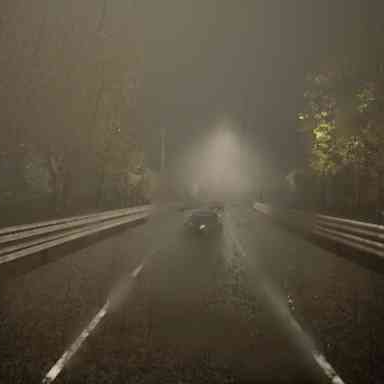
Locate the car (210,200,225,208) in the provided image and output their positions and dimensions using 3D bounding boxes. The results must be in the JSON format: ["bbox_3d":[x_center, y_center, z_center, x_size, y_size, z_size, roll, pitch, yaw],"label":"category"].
[{"bbox_3d":[3.537,1.956,46.399,1.837,1.490,4.892,0,0,9],"label":"car"}]

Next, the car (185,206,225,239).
[{"bbox_3d":[0.680,1.733,18.527,1.994,1.385,4.181,0,0,3],"label":"car"}]
